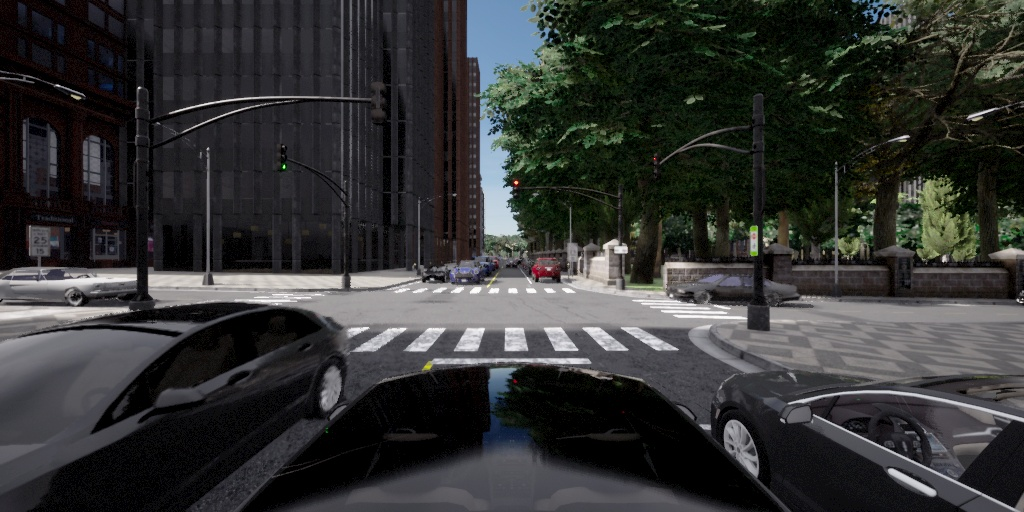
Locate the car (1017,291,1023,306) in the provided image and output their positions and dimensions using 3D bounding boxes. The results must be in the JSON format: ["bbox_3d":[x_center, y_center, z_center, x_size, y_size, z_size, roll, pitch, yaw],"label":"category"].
[{"bbox_3d":[26.806,1.829,16.699,4.892,1.490,1.837,1,0,-1],"label":"car"}]

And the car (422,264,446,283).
[{"bbox_3d":[-5.855,1.326,28.370,1.948,1.339,4.313,0,0,0],"label":"car"}]

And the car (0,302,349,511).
[{"bbox_3d":[-3.165,1.254,3.078,1.837,1.490,4.892,-1,0,0],"label":"car"}]

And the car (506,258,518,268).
[{"bbox_3d":[-0.108,1.397,61.477,1.895,1.301,4.718,0,0,0],"label":"car"}]

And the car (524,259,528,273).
[{"bbox_3d":[2.632,1.337,39.322,1.948,1.339,4.313,0,0,0],"label":"car"}]

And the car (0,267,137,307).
[{"bbox_3d":[-16.480,1.069,13.109,4.718,1.301,1.895,1,0,-1],"label":"car"}]

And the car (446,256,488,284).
[{"bbox_3d":[-3.251,1.111,26.807,2.097,1.767,4.553,0,0,1],"label":"car"}]

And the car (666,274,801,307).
[{"bbox_3d":[10.213,1.533,16.779,5.357,1.411,2.033,1,0,4],"label":"car"}]

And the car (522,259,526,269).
[{"bbox_3d":[2.613,1.328,44.778,2.007,1.370,4.403,0,0,0],"label":"car"}]

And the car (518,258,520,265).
[{"bbox_3d":[2.555,1.235,61.148,1.967,1.591,4.097,0,0,0],"label":"car"}]

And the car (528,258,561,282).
[{"bbox_3d":[2.670,1.075,28.410,2.192,1.841,5.009,0,0,0],"label":"car"}]

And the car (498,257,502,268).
[{"bbox_3d":[-3.248,1.013,57.256,2.150,2.045,5.566,0,0,0],"label":"car"}]

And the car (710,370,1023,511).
[{"bbox_3d":[2.764,1.300,1.745,2.007,1.370,4.403,0,0,0],"label":"car"}]

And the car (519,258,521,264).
[{"bbox_3d":[2.574,1.229,55.692,1.967,1.591,4.097,0,0,0],"label":"car"}]

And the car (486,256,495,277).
[{"bbox_3d":[-3.217,0.990,36.567,2.150,2.045,5.566,0,0,0],"label":"car"}]

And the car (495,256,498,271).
[{"bbox_3d":[-3.248,1.132,46.749,2.097,1.767,4.553,0,0,0],"label":"car"}]

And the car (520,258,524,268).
[{"bbox_3d":[2.593,1.334,50.235,2.007,1.370,4.403,0,0,0],"label":"car"}]
